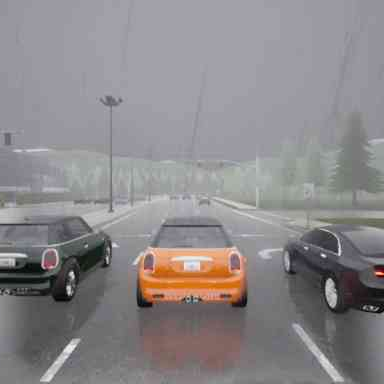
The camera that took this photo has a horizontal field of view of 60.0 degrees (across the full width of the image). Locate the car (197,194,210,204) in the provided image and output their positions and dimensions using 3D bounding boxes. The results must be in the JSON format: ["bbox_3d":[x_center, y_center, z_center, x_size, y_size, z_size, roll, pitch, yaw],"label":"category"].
[{"bbox_3d":[2.163,1.495,57.195,1.812,1.442,4.674,0,0,0],"label":"car"}]

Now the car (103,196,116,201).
[{"bbox_3d":[-19.857,1.552,79.931,1.895,1.301,4.718,0,0,0],"label":"car"}]

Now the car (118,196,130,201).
[{"bbox_3d":[-16.358,1.552,80.320,1.895,1.301,4.718,0,0,0],"label":"car"}]

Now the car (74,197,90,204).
[{"bbox_3d":[-19.893,1.568,60.771,1.895,1.301,4.718,0,0,1],"label":"car"}]

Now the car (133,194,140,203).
[{"bbox_3d":[-12.848,1.515,69.584,1.994,1.385,4.181,0,0,0],"label":"car"}]

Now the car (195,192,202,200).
[{"bbox_3d":[2.135,1.473,88.573,1.812,1.442,4.674,0,0,0],"label":"car"}]

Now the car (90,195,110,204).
[{"bbox_3d":[-16.403,1.568,60.561,1.895,1.301,4.718,0,0,0],"label":"car"}]

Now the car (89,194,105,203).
[{"bbox_3d":[-19.848,1.318,69.642,2.097,1.767,4.553,0,0,0],"label":"car"}]

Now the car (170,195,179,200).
[{"bbox_3d":[-4.865,1.448,88.497,1.837,1.490,4.892,0,0,0],"label":"car"}]

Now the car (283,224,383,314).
[{"bbox_3d":[3.499,1.501,7.608,1.837,1.490,4.892,0,0,0],"label":"car"}]

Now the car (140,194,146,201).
[{"bbox_3d":[-12.860,1.308,83.332,2.097,1.767,4.553,0,0,0],"label":"car"}]

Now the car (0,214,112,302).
[{"bbox_3d":[-3.500,1.347,8.426,2.097,1.767,4.553,0,0,0],"label":"car"}]

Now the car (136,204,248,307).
[{"bbox_3d":[0.000,1.348,8.104,2.097,1.767,4.553,0,0,0],"label":"car"}]

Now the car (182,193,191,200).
[{"bbox_3d":[-1.365,1.174,88.236,2.150,2.045,5.566,0,0,0],"label":"car"}]

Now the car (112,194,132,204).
[{"bbox_3d":[-12.902,1.568,60.939,1.895,1.301,4.718,0,0,0],"label":"car"}]

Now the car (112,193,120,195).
[{"bbox_3d":[-16.349,1.188,70.224,2.150,2.045,5.566,0,0,0],"label":"car"}]
